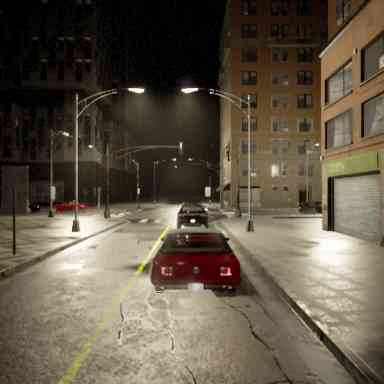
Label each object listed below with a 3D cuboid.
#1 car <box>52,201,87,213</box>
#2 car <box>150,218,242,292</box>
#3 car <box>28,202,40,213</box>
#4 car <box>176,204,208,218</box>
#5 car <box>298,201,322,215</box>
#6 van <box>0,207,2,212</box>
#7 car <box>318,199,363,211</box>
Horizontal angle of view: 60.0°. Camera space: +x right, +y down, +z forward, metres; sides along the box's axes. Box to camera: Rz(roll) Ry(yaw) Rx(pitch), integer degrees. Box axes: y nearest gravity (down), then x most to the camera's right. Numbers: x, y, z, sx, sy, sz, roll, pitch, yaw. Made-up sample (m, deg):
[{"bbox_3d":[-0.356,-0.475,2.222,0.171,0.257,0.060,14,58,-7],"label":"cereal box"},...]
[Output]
[{"bbox_3d":[-14.540,1.774,39.186,4.206,1.307,1.802,0,0,0],"label":"car"},{"bbox_3d":[0.083,1.617,8.900,1.895,1.301,4.718,0,0,0],"label":"car"},{"bbox_3d":[-20.189,1.798,39.182,4.313,1.339,1.947,0,0,0],"label":"car"},{"bbox_3d":[0.009,1.512,21.551,1.882,1.535,5.008,0,0,-1],"label":"car"},{"bbox_3d":[12.051,1.471,30.684,4.313,1.339,1.947,0,0,0],"label":"car"},{"bbox_3d":[-20.175,1.483,30.659,3.998,1.788,1.690,0,0,0],"label":"van"},{"bbox_3d":[17.445,1.506,39.213,4.403,1.369,2.008,0,0,0],"label":"car"}]
